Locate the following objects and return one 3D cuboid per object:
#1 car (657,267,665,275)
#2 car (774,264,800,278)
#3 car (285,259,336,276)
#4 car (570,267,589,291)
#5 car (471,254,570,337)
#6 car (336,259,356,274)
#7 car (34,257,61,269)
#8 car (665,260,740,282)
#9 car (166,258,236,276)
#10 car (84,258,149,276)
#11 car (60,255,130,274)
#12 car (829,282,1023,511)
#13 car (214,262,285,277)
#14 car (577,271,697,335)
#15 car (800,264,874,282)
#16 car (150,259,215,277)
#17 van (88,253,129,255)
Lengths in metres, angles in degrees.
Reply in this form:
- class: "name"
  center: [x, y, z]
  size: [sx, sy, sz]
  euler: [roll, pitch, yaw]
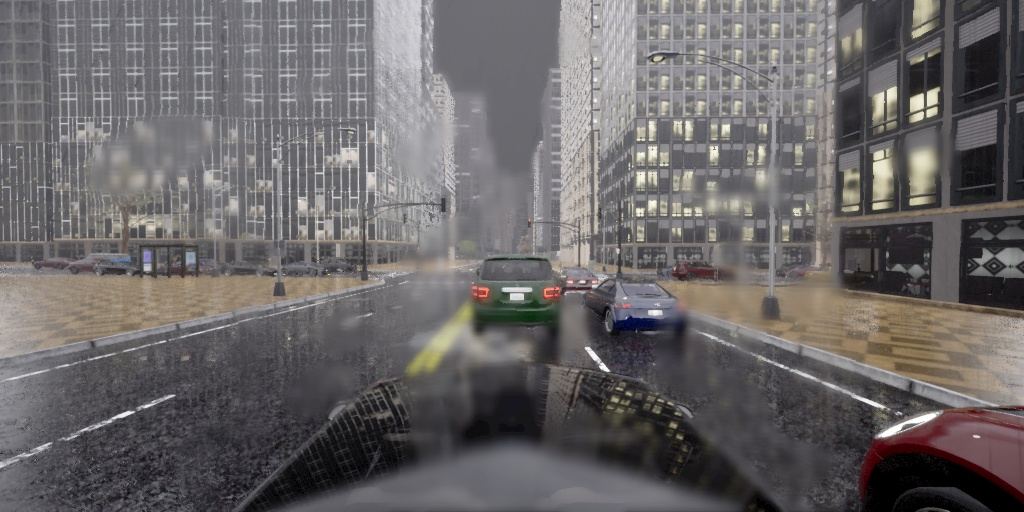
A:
- class: "car"
  center: [16.939, 1.430, 36.287]
  size: [4.181, 1.385, 1.994]
  euler: [1, 1, 1]
- class: "car"
  center: [28.827, 1.534, 36.060]
  size: [4.181, 1.385, 1.994]
  euler: [1, 1, 1]
- class: "car"
  center: [-19.406, 1.157, 33.758]
  size: [4.181, 1.385, 1.994]
  euler: [1, 1, 1]
- class: "car"
  center: [3.385, 1.288, 19.730]
  size: [2.033, 1.411, 5.357]
  euler: [0, 0, 0]
- class: "car"
  center: [0.115, 0.967, 10.394]
  size: [2.150, 2.045, 5.566]
  euler: [0, 0, 0]
- class: "car"
  center: [-18.644, 1.053, 36.943]
  size: [4.892, 1.490, 1.837]
  euler: [1, 1, 1]
- class: "car"
  center: [-50.899, 0.793, 40.257]
  size: [4.207, 1.307, 1.802]
  euler: [0, 0, 1]
- class: "car"
  center: [16.246, 1.269, 30.524]
  size: [5.009, 1.841, 2.192]
  euler: [0, 0, 1]
- class: "car"
  center: [-29.375, 0.995, 33.978]
  size: [4.902, 1.511, 2.128]
  euler: [1, 1, 1]
- class: "car"
  center: [-34.042, 1.069, 31.450]
  size: [4.313, 1.339, 1.948]
  euler: [0, 0, 1]
- class: "car"
  center: [-39.447, 0.937, 34.208]
  size: [4.674, 1.442, 1.812]
  euler: [1, 1, 2]
- class: "car"
  center: [3.344, 1.103, 0.444]
  size: [2.097, 1.767, 4.553]
  euler: [0, 0, 0]
- class: "car"
  center: [-22.678, 1.174, 31.123]
  size: [4.313, 1.339, 1.948]
  euler: [0, 0, 1]
- class: "car"
  center: [3.372, 1.310, 10.488]
  size: [1.994, 1.385, 4.181]
  euler: [0, 0, -1]
- class: "car"
  center: [27.694, 1.578, 30.307]
  size: [4.829, 1.417, 1.751]
  euler: [0, 0, 1]
- class: "car"
  center: [-28.361, 1.138, 31.267]
  size: [4.207, 1.307, 1.802]
  euler: [0, 0, 1]
- class: "van"
  center: [-45.217, 0.605, 40.131]
  size: [3.998, 1.789, 1.690]
  euler: [0, 0, 1]
